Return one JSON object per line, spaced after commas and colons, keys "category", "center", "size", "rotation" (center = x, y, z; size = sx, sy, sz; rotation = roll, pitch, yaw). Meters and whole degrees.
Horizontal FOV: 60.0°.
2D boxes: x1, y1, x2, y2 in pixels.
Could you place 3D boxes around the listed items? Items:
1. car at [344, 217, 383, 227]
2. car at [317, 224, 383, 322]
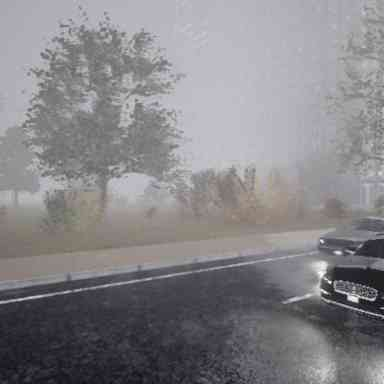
{"category": "car", "center": [7.081, 1.675, 12.730], "size": [5.357, 1.411, 2.033], "rotation": [1, 0, -36]}
{"category": "car", "center": [4.704, 1.582, 7.041], "size": [4.892, 1.490, 1.837], "rotation": [1, 0, -35]}
